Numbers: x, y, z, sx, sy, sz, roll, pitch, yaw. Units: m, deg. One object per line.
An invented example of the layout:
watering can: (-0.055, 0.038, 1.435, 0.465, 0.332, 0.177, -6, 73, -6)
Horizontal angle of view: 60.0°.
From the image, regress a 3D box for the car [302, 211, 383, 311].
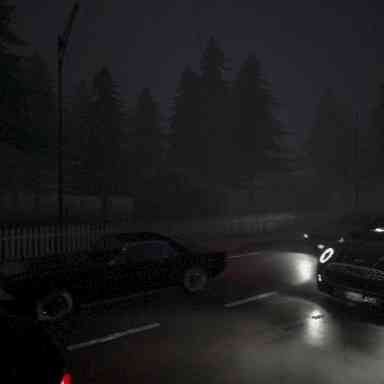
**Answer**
car: (4.805, 1.312, 7.392, 4.553, 1.767, 2.097, 0, 0, -35)

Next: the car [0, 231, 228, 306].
car: (-1.565, 1.588, 7.166, 4.718, 1.301, 1.895, 0, 0, -35)

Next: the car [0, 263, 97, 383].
car: (-2.884, 1.571, 1.915, 4.181, 1.385, 1.994, 0, 0, -35)
